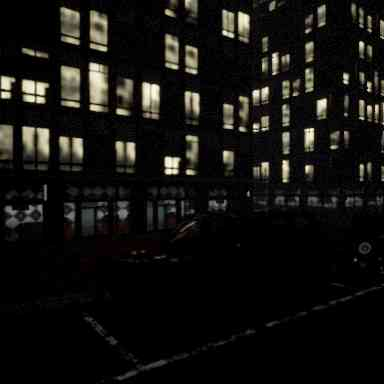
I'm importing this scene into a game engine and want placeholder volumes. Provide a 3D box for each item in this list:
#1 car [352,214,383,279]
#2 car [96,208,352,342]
[{"bbox_3d":[5.259,1.398,9.869,4.097,1.590,1.967,0,0,-36],"label":"car"},{"bbox_3d":[0.738,1.296,6.634,5.009,1.841,2.192,0,0,-36],"label":"car"}]
